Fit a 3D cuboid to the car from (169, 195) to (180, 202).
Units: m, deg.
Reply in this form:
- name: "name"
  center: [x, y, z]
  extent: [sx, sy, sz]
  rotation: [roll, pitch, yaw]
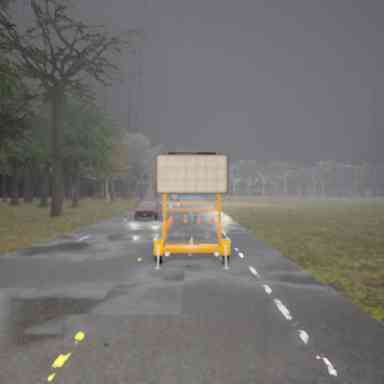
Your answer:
- name: "car"
  center: [-3.485, 1.294, 68.854]
  extent: [1.812, 1.442, 4.674]
  rotation: [0, 0, 0]

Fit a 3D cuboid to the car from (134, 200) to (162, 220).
- name: "car"
  center: [-3.593, 1.435, 27.824]
  extent: [1.882, 1.535, 5.008]
  rotation: [0, 0, 0]

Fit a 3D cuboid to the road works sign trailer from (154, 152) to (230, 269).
- name: "road works sign trailer"
  center: [0.003, 0.466, 11.154]
  extent: [2.380, 3.560, 2.880]
  rotation: [0, 0, 0]
